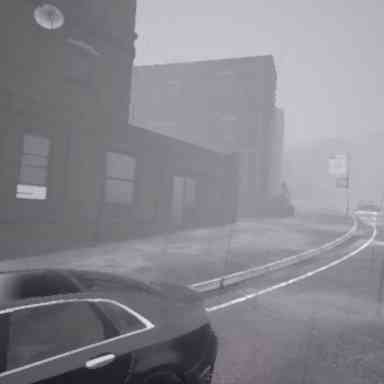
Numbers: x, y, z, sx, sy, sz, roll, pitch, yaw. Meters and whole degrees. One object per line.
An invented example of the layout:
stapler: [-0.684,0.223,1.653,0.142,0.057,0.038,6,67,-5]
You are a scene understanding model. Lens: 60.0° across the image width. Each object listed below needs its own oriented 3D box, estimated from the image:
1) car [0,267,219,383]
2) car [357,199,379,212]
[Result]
car: [-1.971,1.540,2.724,4.892,1.490,1.837,0,0,-37]
car: [20.247,1.518,38.436,1.994,1.385,4.181,2,1,22]
